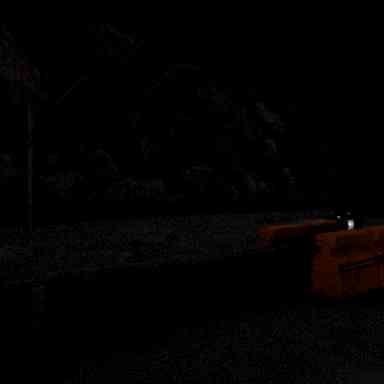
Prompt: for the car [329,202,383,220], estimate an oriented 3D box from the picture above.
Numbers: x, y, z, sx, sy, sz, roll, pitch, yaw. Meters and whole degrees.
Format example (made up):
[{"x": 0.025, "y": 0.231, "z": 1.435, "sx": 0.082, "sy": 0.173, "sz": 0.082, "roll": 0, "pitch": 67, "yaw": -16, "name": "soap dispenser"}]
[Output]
[{"x": 13.031, "y": 1.458, "z": 26.174, "sx": 5.357, "sy": 1.411, "sz": 2.033, "roll": 0, "pitch": 0, "yaw": -35, "name": "car"}]
